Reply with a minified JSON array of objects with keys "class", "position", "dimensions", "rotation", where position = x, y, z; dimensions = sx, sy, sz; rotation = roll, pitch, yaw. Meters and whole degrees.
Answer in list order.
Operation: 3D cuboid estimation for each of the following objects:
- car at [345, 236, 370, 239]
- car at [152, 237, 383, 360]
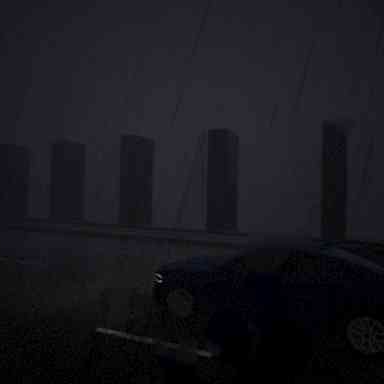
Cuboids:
[{"class":"car","position":[4.196,1.903,8.964],"dimensions":[4.181,1.385,1.994],"rotation":[1,-1,24]},{"class":"car","position":[1.634,1.683,6.284],"dimensions":[5.008,1.535,1.882],"rotation":[1,-2,24]}]
